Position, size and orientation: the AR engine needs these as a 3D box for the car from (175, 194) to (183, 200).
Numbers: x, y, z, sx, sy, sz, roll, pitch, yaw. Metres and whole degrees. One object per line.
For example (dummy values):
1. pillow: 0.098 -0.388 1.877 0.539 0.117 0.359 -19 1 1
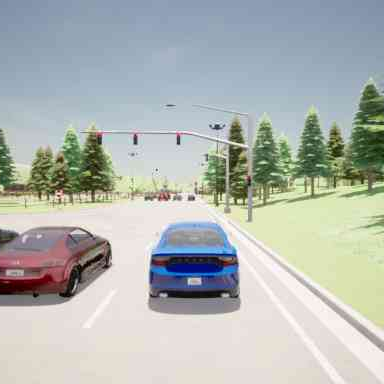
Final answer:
1. car: -3.658 1.385 92.867 1.994 1.385 4.181 0 0 0

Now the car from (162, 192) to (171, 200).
1. car: -7.158 1.057 92.891 2.150 2.045 5.566 0 0 0

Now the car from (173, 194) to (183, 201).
1. car: -3.641 1.346 82.800 2.097 1.767 4.553 0 0 0

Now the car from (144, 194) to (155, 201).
1. car: -10.640 1.491 82.435 1.837 1.490 4.892 0 0 0

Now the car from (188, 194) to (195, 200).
1. car: -0.158 1.385 92.873 1.994 1.385 4.181 0 0 0

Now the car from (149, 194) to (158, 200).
1. car: -10.658 1.332 92.855 1.837 1.490 4.892 0 0 0

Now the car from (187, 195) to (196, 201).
1. car: -0.140 1.469 82.453 1.882 1.535 5.008 0 0 0

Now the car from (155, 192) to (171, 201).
1. car: -7.141 1.217 82.471 2.150 2.045 5.566 0 0 0

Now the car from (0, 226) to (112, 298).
1. car: -3.451 1.564 8.578 1.994 1.385 4.181 0 0 1

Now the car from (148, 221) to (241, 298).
1. car: 0.055 1.478 8.550 1.882 1.535 5.008 0 0 0
